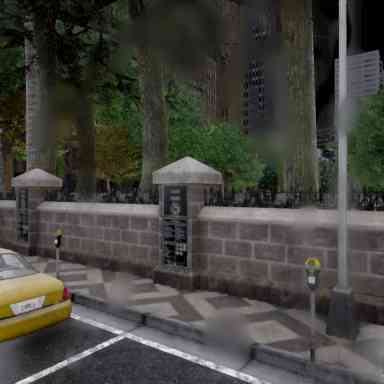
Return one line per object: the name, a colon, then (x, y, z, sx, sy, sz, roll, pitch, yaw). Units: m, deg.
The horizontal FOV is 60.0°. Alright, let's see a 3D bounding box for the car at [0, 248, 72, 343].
car: (-4.131, 1.526, 5.926, 4.829, 1.417, 1.752, 0, 0, 36)
